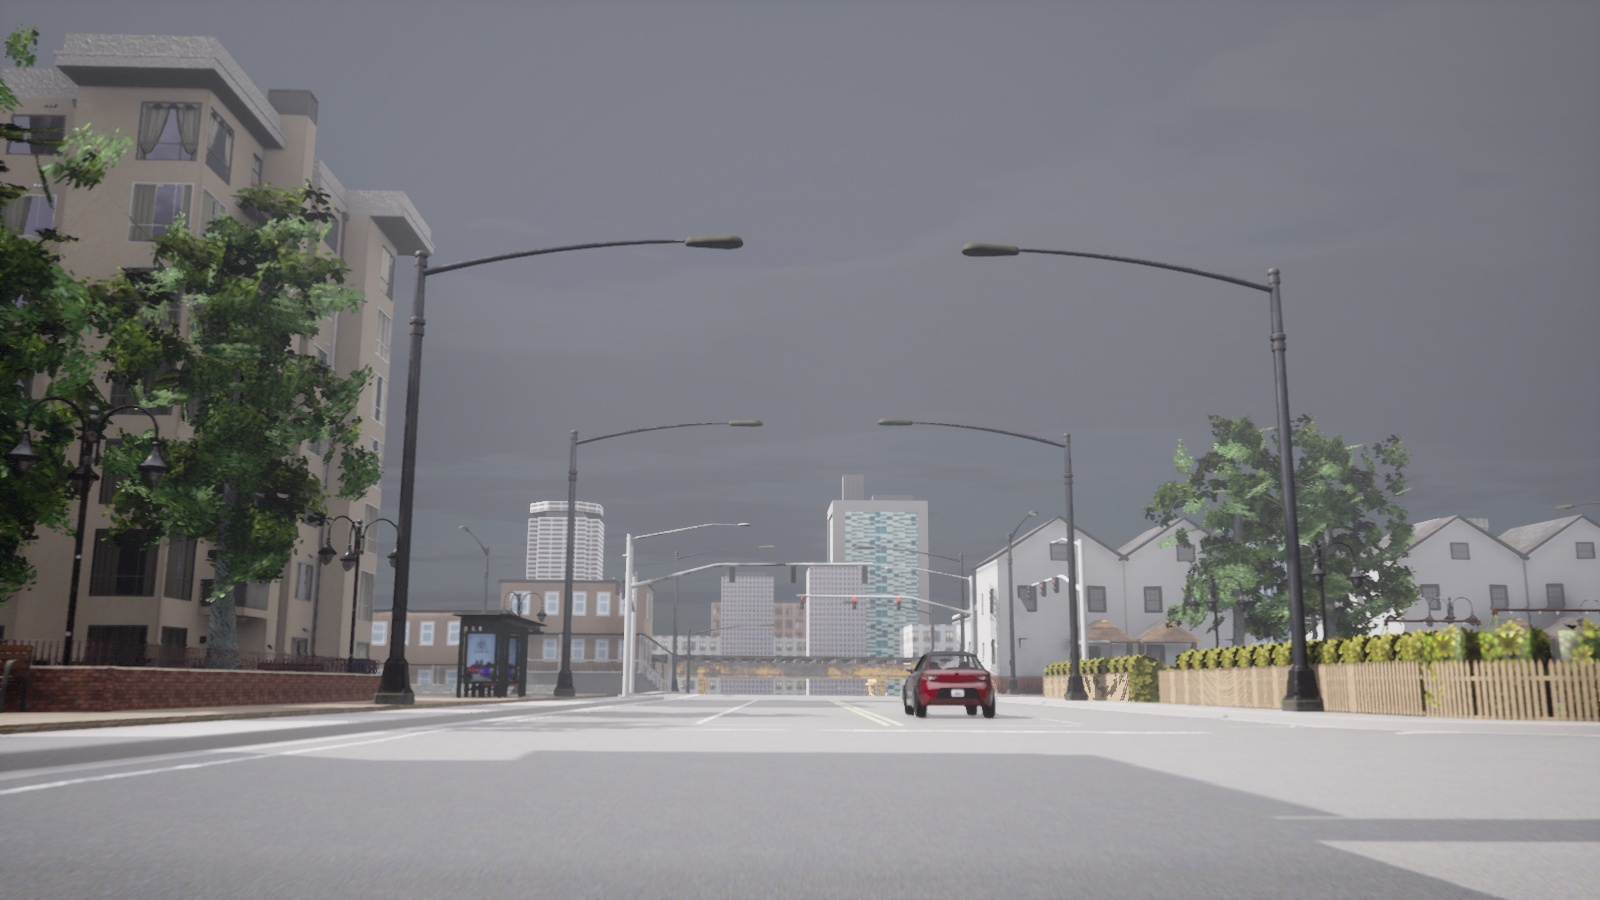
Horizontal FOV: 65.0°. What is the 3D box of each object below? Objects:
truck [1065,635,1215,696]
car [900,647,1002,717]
[{"bbox_3d":[19.987,12.744,74.195,7.936,3.462,2.891,0,-11,-1],"label":"truck"},{"bbox_3d":[3.429,5.401,29.211,1.816,1.474,4.193,0,-11,0],"label":"car"}]
